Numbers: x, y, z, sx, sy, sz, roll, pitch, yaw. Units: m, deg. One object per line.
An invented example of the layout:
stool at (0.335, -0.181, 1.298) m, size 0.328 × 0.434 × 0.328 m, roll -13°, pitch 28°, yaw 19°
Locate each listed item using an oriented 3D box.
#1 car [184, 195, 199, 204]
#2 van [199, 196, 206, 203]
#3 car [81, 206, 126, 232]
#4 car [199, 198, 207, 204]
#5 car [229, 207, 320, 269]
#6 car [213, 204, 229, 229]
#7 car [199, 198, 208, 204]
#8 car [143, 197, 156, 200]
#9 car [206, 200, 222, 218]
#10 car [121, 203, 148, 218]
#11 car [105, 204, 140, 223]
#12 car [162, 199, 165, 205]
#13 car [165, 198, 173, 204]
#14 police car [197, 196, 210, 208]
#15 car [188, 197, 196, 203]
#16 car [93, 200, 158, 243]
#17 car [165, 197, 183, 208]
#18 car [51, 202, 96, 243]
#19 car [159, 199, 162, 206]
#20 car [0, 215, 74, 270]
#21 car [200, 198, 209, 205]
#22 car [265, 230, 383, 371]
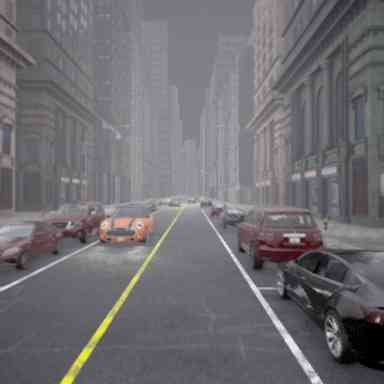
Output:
car at (-0.035, 1.951, 73.799) m, size 2.128 × 1.511 × 4.902 m, roll 0°, pitch 0°, yaw 0°
van at (2.724, 2.048, 89.770) m, size 1.690 × 1.788 × 3.998 m, roll 0°, pitch 0°, yaw 0°
car at (-5.771, 1.700, 22.367) m, size 1.752 × 1.417 × 4.829 m, roll 0°, pitch 0°, yaw 0°
car at (2.726, 2.207, 84.166) m, size 1.887 × 1.381 × 4.507 m, roll 0°, pitch 0°, yaw 0°
car at (2.760, 1.404, 11.342) m, size 2.192 × 1.841 × 5.009 m, roll 0°, pitch 0°, yaw 0°
car at (2.754, 1.727, 22.544) m, size 2.008 × 1.369 × 4.403 m, roll 0°, pitch 0°, yaw 0°
car at (2.728, 2.162, 78.565) m, size 1.887 × 1.381 × 4.507 m, roll 0°, pitch 0°, yaw 0°
car at (-5.778, 1.747, 39.342) m, size 1.967 × 1.590 × 4.097 m, roll 0°, pitch 0°, yaw 0°
car at (2.749, 1.808, 33.749) m, size 1.887 × 1.381 × 4.507 m, roll 0°, pitch 0°, yaw 0°
car at (-5.776, 1.829, 33.739) m, size 1.947 × 1.339 × 4.313 m, roll 0°, pitch 0°, yaw 0°
car at (-5.774, 1.771, 28.137) m, size 2.008 × 1.369 × 4.403 m, roll 0°, pitch 0°, yaw 0°
car at (-5.792, 2.110, 67.348) m, size 1.802 × 1.307 × 4.206 m, roll 0°, pitch 0°, yaw 0°
car at (-5.800, 2.207, 84.153) m, size 1.887 × 1.381 × 4.507 m, roll 0°, pitch 0°, yaw 0°
police car at (2.339, 1.859, 55.549) m, size 1.930 × 1.638 × 5.238 m, roll 0°, pitch 0°, yaw 0°
car at (-0.042, 2.098, 89.648) m, size 2.128 × 1.511 × 4.902 m, roll 0°, pitch 0°, yaw 0°
car at (-3.109, 1.482, 16.672) m, size 2.097 × 1.767 × 4.553 m, roll 0°, pitch 0°, yaw 0°
car at (-3.078, 2.001, 57.955) m, size 2.033 × 1.411 × 5.357 m, roll 0°, pitch 0°, yaw 1°
car at (-5.768, 1.448, 16.936) m, size 2.192 × 1.841 × 5.009 m, roll 0°, pitch 0°, yaw 0°
car at (-5.781, 1.666, 44.944) m, size 2.192 × 1.841 × 5.009 m, roll 0°, pitch 0°, yaw 0°
car at (-5.766, 1.671, 11.332) m, size 1.802 × 1.307 × 4.206 m, roll 0°, pitch 0°, yaw 0°
car at (2.731, 2.099, 73.132) m, size 1.752 × 1.417 × 4.829 m, roll 0°, pitch 0°, yaw 0°
car at (2.762, 1.611, 5.738) m, size 1.947 × 1.339 × 4.313 m, roll 0°, pitch 0°, yaw 0°
